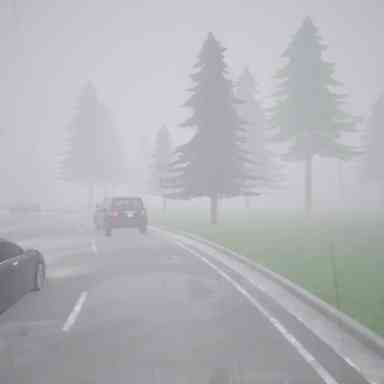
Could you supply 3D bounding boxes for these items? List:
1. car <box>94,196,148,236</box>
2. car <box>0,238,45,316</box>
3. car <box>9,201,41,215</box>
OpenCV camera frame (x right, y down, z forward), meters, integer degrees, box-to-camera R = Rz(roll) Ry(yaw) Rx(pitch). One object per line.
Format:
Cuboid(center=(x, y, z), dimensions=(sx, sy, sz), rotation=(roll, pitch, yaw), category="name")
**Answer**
Cuboid(center=(-4.205, 1.267, 19.144), dimensions=(2.150, 2.045, 5.566), rotation=(0, 0, -24), category="car")
Cuboid(center=(-4.177, 1.558, 6.077), dimensions=(1.837, 1.490, 4.892), rotation=(0, 0, -8), category="car")
Cuboid(center=(-18.441, 1.756, 36.796), dimensions=(4.674, 1.442, 1.812), rotation=(-1, 0, 38), category="car")
